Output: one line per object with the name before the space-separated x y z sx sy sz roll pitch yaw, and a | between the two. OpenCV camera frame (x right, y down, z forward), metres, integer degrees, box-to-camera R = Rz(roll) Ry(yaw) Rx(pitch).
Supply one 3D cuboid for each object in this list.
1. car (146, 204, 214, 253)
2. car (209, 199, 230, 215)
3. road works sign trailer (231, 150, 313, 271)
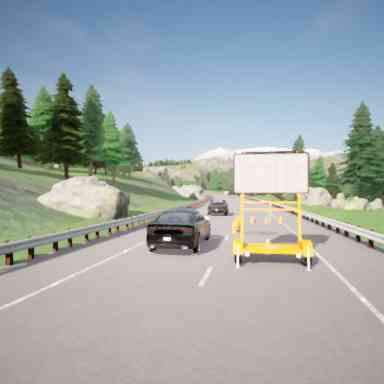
car | -0.407 1.465 13.861 1.882 1.535 5.008 0 0 10
car | 2.643 1.461 33.076 2.128 1.511 4.902 0 0 8
road works sign trailer | 2.576 0.455 10.979 2.380 3.560 2.880 0 0 10
